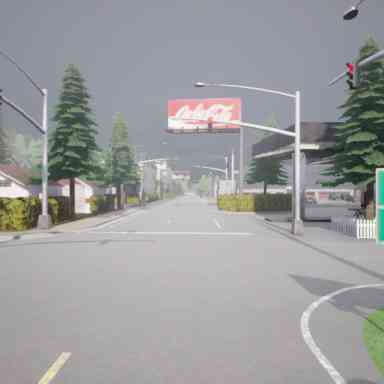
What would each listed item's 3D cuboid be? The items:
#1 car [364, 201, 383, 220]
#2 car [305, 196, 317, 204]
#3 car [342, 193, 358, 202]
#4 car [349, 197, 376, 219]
[{"bbox_3d":[18.712,1.671,30.641,4.611,1.667,2.242,0,0,0],"label":"car"},{"bbox_3d":[22.538,1.551,64.035,1.970,1.475,3.806,0,0,0],"label":"car"},{"bbox_3d":[34.946,1.488,71.820,2.007,1.523,4.514,0,0,0],"label":"car"},{"bbox_3d":[14.383,1.504,24.973,3.866,1.878,1.905,0,0,0],"label":"car"}]
